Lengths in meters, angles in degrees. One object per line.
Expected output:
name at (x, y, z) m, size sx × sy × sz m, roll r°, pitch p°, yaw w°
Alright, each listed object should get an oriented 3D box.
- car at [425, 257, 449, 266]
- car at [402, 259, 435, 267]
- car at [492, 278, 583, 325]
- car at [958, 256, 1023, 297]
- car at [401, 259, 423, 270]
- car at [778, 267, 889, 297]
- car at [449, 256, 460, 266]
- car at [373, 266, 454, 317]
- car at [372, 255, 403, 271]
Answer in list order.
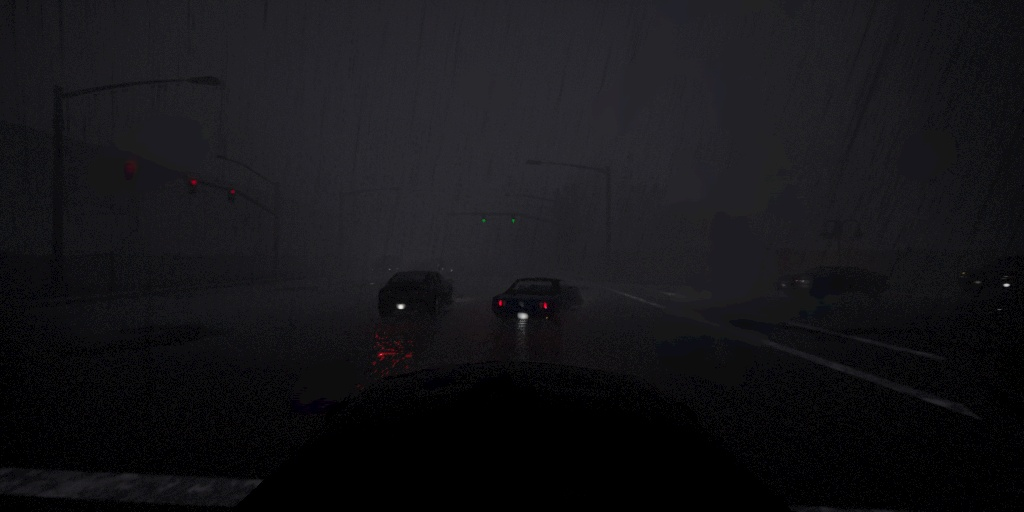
car at (-10.546, 1.133, 50.320) m, size 1.882 × 1.535 × 5.008 m, roll 0°, pitch 1°, yaw 0°
car at (-10.593, 1.339, 40.919) m, size 1.895 × 1.301 × 4.718 m, roll 0°, pitch 1°, yaw 0°
car at (1.063, 1.374, 12.057) m, size 1.895 × 1.301 × 4.718 m, roll 0°, pitch 0°, yaw 20°
car at (27.204, 1.027, 18.889) m, size 5.566 × 2.045 × 2.150 m, roll 0°, pitch 0°, yaw -1°
car at (-14.038, 1.218, 50.582) m, size 1.994 × 1.385 × 4.181 m, roll 0°, pitch 1°, yaw 1°
car at (16.566, 1.296, 18.614) m, size 4.902 × 1.511 × 2.128 m, roll 0°, pitch 0°, yaw -1°
car at (-10.503, 1.127, 60.573) m, size 1.895 × 1.301 × 4.718 m, roll 0°, pitch 1°, yaw 0°
car at (-3.402, 1.284, 13.397) m, size 1.837 × 1.490 × 4.892 m, roll 0°, pitch 0°, yaw 0°
car at (-14.091, 0.960, 41.160) m, size 2.150 × 2.045 × 5.566 m, roll 0°, pitch 0°, yaw 0°
